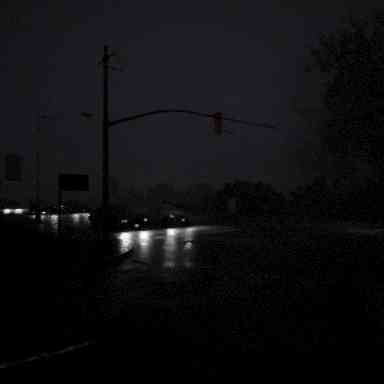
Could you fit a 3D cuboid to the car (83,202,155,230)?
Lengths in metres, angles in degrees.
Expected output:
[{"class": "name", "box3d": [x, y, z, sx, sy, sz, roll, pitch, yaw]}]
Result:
[{"class": "car", "box3d": [-4.853, 1.550, 21.329, 2.033, 1.411, 5.357, 0, 0, -39]}]

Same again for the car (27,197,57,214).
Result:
[{"class": "car", "box3d": [-15.658, 1.527, 34.803, 1.812, 1.442, 4.674, 0, 0, -39]}]

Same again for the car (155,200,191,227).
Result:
[{"class": "car", "box3d": [-2.022, 1.530, 23.394, 1.812, 1.442, 4.674, 0, 0, -39]}]

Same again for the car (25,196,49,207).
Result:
[{"class": "car", "box3d": [-23.518, 1.442, 50.355, 2.128, 1.511, 4.902, 0, 0, -39]}]

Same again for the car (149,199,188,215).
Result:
[{"class": "car", "box3d": [-2.572, 1.539, 35.425, 1.812, 1.442, 4.674, 0, 0, -39]}]

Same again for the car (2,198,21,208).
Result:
[{"class": "car", "box3d": [-26.235, 1.515, 48.149, 1.895, 1.301, 4.718, 0, 0, -39]}]

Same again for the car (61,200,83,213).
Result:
[{"class": "car", "box3d": [-13.064, 1.550, 37.156, 2.033, 1.411, 5.357, 0, 0, -39]}]
